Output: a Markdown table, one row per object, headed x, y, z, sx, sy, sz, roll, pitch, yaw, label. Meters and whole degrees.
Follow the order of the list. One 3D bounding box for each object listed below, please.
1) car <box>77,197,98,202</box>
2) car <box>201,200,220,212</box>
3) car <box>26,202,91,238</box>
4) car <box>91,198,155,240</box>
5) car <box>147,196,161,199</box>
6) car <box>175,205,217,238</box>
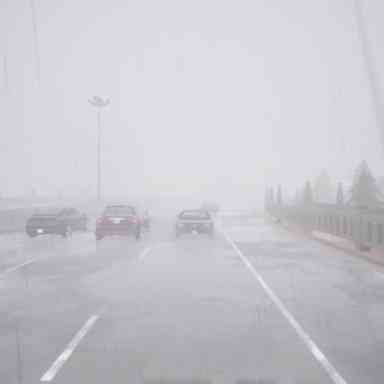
| x | y | z | sx | sy | sz | roll | pitch | yaw | label |
| --- | --- | --- | --- | --- | --- | --- | --- | --- | --- |
| -15.738 | 1.494 | 51.380 | 2.128 | 1.511 | 4.902 | 0 | 0 | 18 | car |
| 1.920 | 1.527 | 35.546 | 1.812 | 1.442 | 4.674 | 0 | 0 | 10 | car |
| -6.863 | 1.506 | 17.500 | 1.837 | 1.490 | 4.892 | 0 | 0 | 1 | car |
| -3.363 | 1.353 | 17.104 | 2.097 | 1.767 | 4.553 | 0 | 0 | 1 | car |
| -6.726 | 1.480 | 55.934 | 1.882 | 1.535 | 5.008 | 0 | 0 | 22 | car |
| 0.135 | 1.602 | 17.835 | 1.895 | 1.301 | 4.718 | 0 | 0 | 1 | car |
